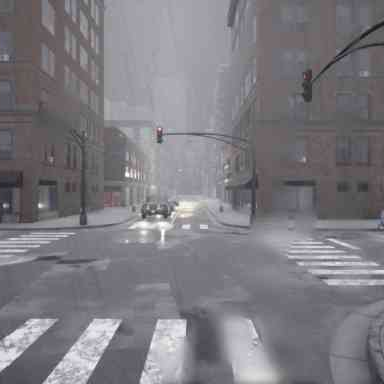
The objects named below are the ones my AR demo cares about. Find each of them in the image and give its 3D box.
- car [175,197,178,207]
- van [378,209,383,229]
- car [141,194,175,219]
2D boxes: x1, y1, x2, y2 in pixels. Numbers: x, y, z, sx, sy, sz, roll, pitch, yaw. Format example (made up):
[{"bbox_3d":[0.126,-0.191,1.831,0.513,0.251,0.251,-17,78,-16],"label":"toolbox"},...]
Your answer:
[{"bbox_3d":[-3.082,1.546,40.126,1.812,1.442,4.674,0,0,0],"label":"car"},{"bbox_3d":[12.064,1.358,17.445,3.998,1.788,1.690,0,0,0],"label":"van"},{"bbox_3d":[-3.072,1.236,29.834,2.150,2.045,5.566,0,0,2],"label":"car"}]
